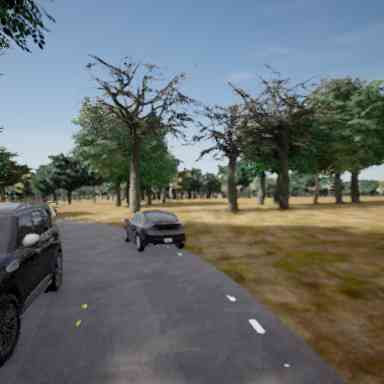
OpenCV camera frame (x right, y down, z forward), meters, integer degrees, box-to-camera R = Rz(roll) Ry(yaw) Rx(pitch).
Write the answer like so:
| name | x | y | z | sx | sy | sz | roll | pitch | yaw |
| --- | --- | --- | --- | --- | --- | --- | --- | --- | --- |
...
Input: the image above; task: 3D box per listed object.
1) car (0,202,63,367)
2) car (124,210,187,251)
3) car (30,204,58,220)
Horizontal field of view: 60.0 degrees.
| name | x | y | z | sx | sy | sz | roll | pitch | yaw |
| --- | --- | --- | --- | --- | --- | --- | --- | --- | --- |
| car | -3.800 | 1.240 | 5.903 | 2.150 | 2.045 | 5.566 | 0 | 0 | -11 |
| car | -1.719 | 1.542 | 14.369 | 1.837 | 1.490 | 4.892 | 0 | 0 | -21 |
| car | -15.545 | 2.016 | 34.778 | 1.812 | 1.442 | 4.674 | 0 | -1 | -35 |
